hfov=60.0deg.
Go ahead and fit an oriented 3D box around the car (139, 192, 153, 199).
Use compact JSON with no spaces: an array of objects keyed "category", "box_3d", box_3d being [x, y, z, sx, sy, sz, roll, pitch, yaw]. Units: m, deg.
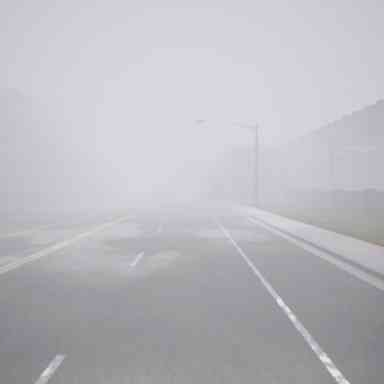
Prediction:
[{"category":"car","box_3d":[-10.501,0.875,74.135,1.837,1.490,4.892,0,0,0]}]
